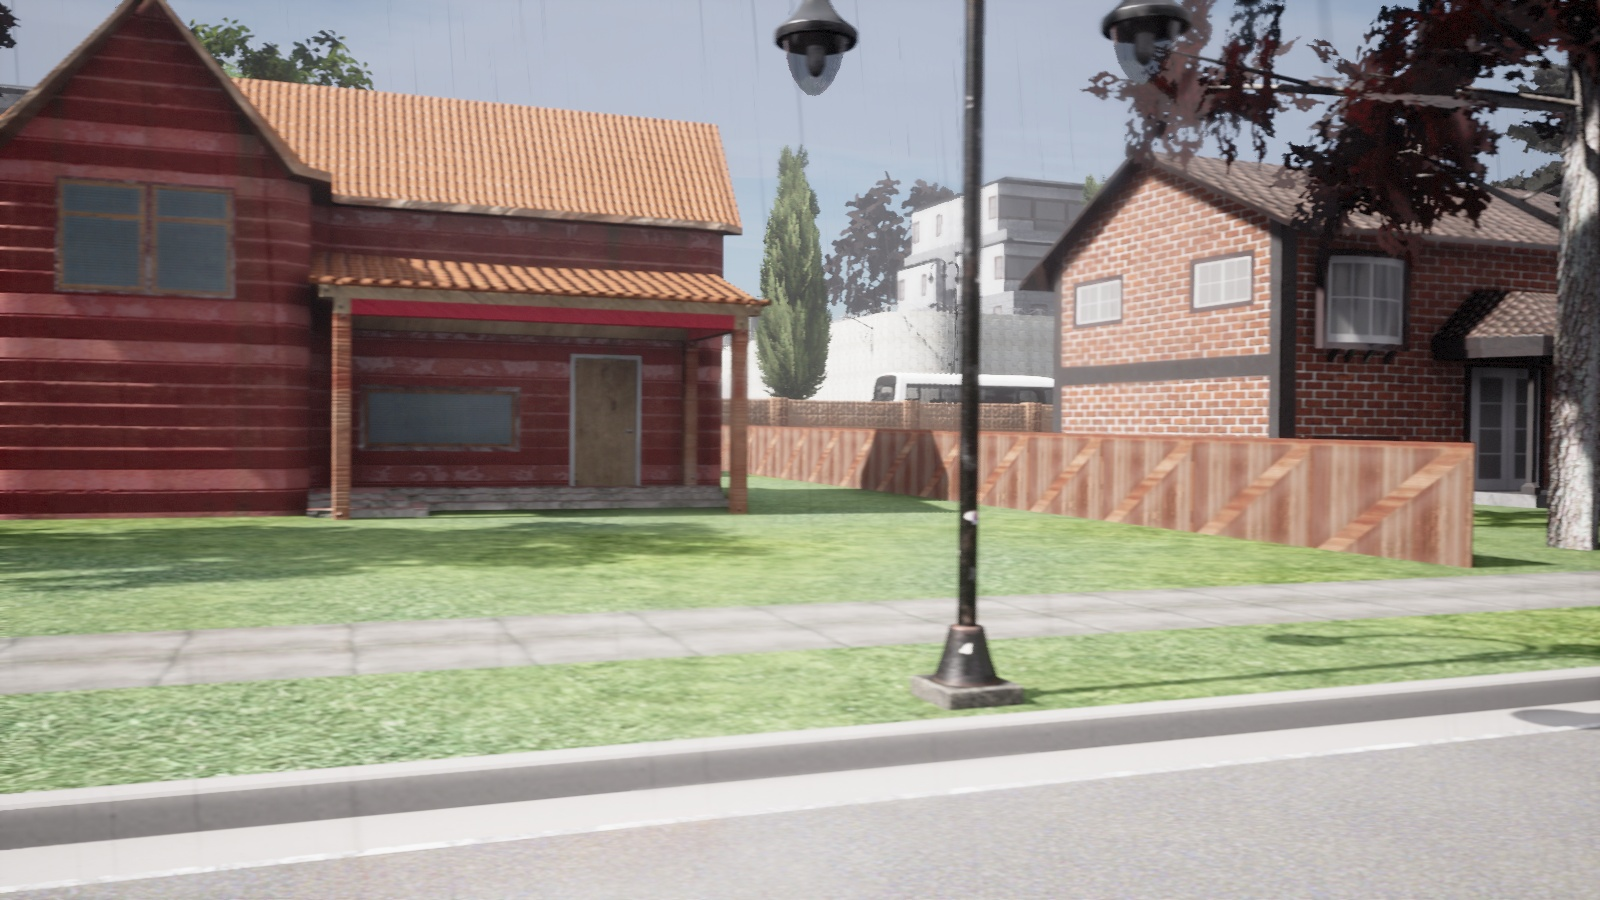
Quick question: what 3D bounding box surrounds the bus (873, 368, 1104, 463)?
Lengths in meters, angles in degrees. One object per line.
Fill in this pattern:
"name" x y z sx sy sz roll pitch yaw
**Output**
"bus" 9.005 -1.655 60.196 10.273 4.253 3.944 -1 1 -20
